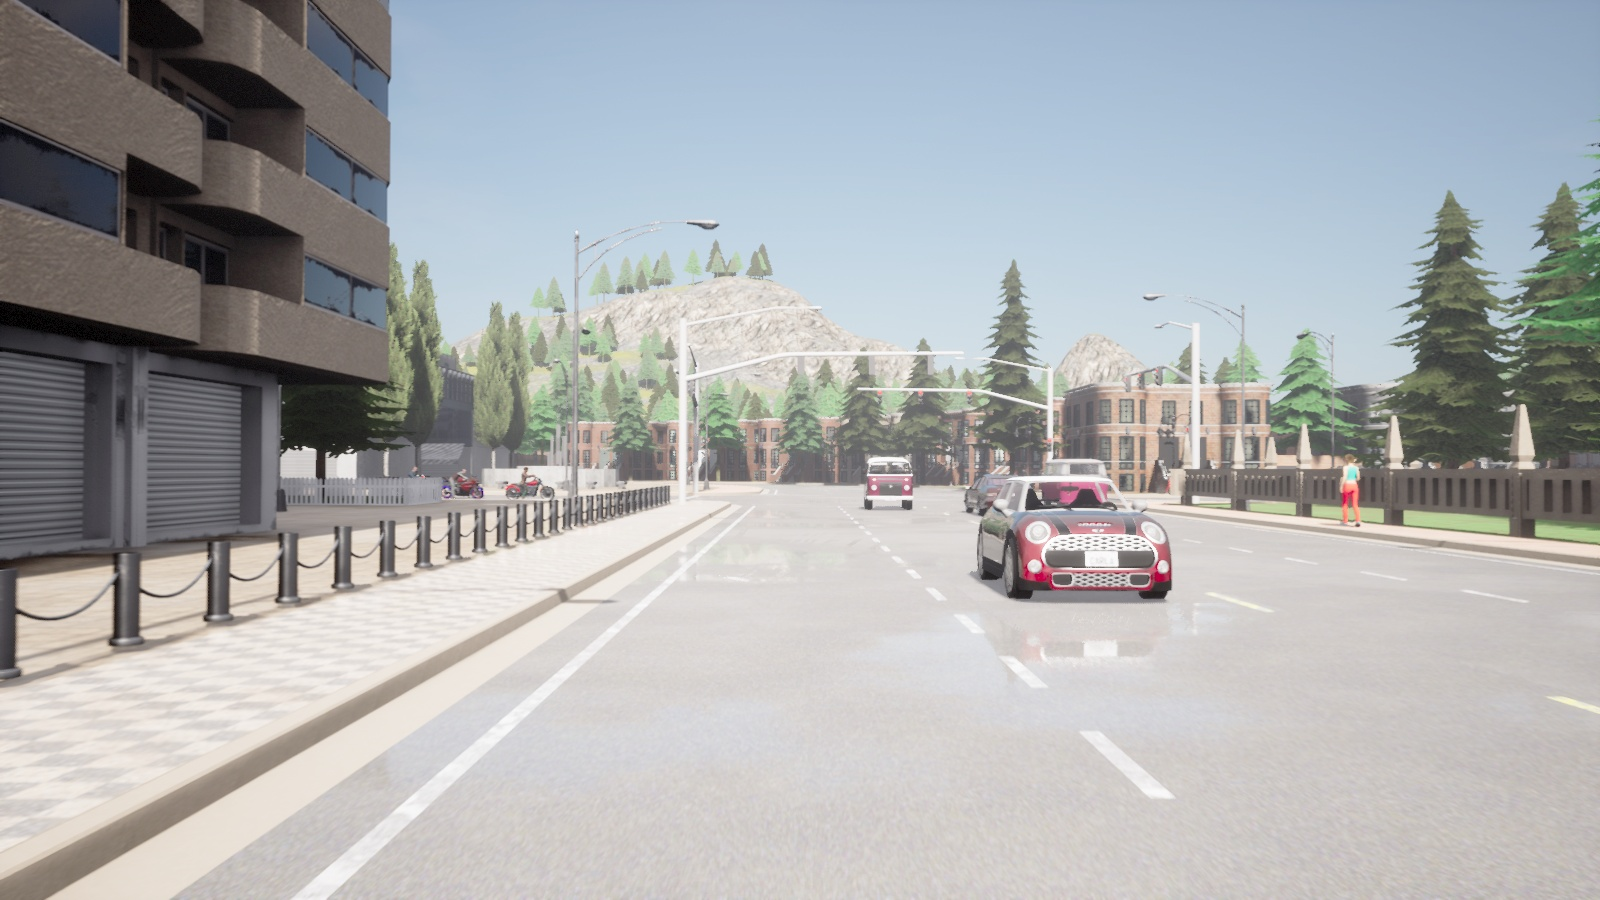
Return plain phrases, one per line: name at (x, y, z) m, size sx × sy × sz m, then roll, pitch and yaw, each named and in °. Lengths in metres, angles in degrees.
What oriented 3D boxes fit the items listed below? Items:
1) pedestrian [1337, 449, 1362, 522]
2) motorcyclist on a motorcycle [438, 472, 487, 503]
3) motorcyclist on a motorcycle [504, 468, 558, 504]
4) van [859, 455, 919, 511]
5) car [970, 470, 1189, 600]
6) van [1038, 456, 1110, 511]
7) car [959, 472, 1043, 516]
pedestrian at (13.884, 0.891, 31.756) m, size 0.345 × 1.836 × 0.594 m, roll 0°, pitch -1°, yaw -2°
motorcyclist on a motorcycle at (-16.853, 1.850, 62.758) m, size 2.191 × 1.530 × 0.866 m, roll 0°, pitch -1°, yaw 0°
motorcyclist on a motorcycle at (-12.685, 1.697, 59.273) m, size 2.350 × 1.649 × 0.766 m, roll 0°, pitch -1°, yaw 0°
van at (3.394, 1.249, 48.604) m, size 2.069 × 2.038 × 4.480 m, roll 0°, pitch -1°, yaw 1°
car at (3.461, 1.007, 16.292) m, size 1.970 × 1.475 × 3.806 m, roll 0°, pitch -1°, yaw 0°
van at (10.384, 1.241, 47.906) m, size 1.775 × 1.987 × 4.442 m, roll 0°, pitch -1°, yaw 0°
car at (6.894, 1.485, 43.646) m, size 2.033 × 1.411 × 5.357 m, roll 0°, pitch -1°, yaw 0°
